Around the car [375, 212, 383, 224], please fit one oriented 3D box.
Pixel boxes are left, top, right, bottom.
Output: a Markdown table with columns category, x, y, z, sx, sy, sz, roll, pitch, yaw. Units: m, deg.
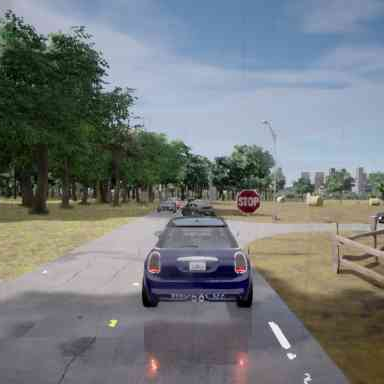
| category | x | y | z | sx | sy | sz | roll | pitch | yaw |
| --- | --- | --- | --- | --- | --- | --- | --- | --- | --- |
| car | 15.295 | 1.658 | 23.562 | 4.181 | 1.385 | 1.994 | 0 | -2 | 0 |

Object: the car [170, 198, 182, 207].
| category | x | y | z | sx | sy | sz | roll | pitch | yaw |
| --- | --- | --- | --- | --- | --- | --- | --- | --- | --- |
| car | -2.783 | 1.740 | 58.660 | 1.837 | 1.490 | 4.892 | 0 | 0 | 0 |

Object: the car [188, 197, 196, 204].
| category | x | y | z | sx | sy | sz | roll | pitch | yaw |
| --- | --- | --- | --- | --- | --- | --- | --- | --- | --- |
| car | 0.043 | 1.922 | 77.921 | 1.837 | 1.490 | 4.892 | 0 | -1 | 0 |

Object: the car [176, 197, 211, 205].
| category | x | y | z | sx | sy | sz | roll | pitch | yaw |
| --- | --- | --- | --- | --- | --- | --- | --- | --- | --- |
| car | 0.484 | 1.555 | 29.638 | 1.837 | 1.490 | 4.892 | -3 | 1 | -20 |

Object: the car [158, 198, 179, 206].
| category | x | y | z | sx | sy | sz | roll | pitch | yaw |
| --- | --- | --- | --- | --- | --- | --- | --- | --- | --- |
| car | -2.813 | 1.656 | 38.293 | 1.994 | 1.385 | 4.181 | 0 | 0 | 1 |

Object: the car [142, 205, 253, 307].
| category | x | y | z | sx | sy | sz | roll | pitch | yaw |
| --- | --- | --- | --- | --- | --- | --- | --- | --- | --- |
| car | 0.104 | 1.360 | 8.135 | 2.097 | 1.767 | 4.553 | 0 | 0 | 0 |
